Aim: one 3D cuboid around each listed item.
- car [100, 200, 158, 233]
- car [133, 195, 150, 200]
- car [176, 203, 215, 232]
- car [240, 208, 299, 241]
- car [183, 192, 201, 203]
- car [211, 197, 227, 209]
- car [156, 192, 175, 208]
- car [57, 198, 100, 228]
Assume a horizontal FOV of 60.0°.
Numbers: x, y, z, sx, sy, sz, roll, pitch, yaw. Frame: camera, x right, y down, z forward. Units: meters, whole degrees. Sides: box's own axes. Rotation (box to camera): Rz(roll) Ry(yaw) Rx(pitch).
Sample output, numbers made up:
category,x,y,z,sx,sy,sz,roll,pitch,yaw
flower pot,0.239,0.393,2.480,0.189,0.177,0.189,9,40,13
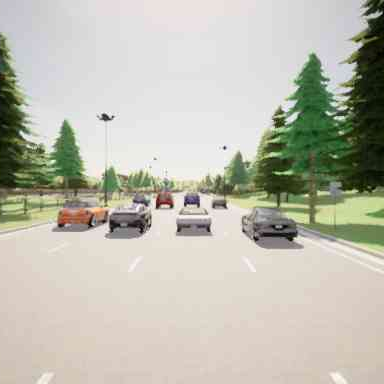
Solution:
category,x,y,z,sx,sy,sz,roll,pitch,yaw
car,-3.403,1.416,19.054,2.128,1.511,4.902,0,0,0
car,-6.973,1.169,46.279,2.097,1.767,4.553,0,0,1
car,0.097,1.523,19.606,1.895,1.301,4.718,0,0,0
car,3.598,1.483,16.280,2.033,1.411,5.357,0,0,0
car,0.002,1.053,43.681,2.150,2.045,5.566,0,1,0
car,3.499,1.323,43.271,2.128,1.511,4.902,0,0,0
car,-3.499,1.053,43.512,2.150,2.045,5.566,0,1,0
car,-6.904,1.267,21.485,2.097,1.767,4.553,0,0,0
